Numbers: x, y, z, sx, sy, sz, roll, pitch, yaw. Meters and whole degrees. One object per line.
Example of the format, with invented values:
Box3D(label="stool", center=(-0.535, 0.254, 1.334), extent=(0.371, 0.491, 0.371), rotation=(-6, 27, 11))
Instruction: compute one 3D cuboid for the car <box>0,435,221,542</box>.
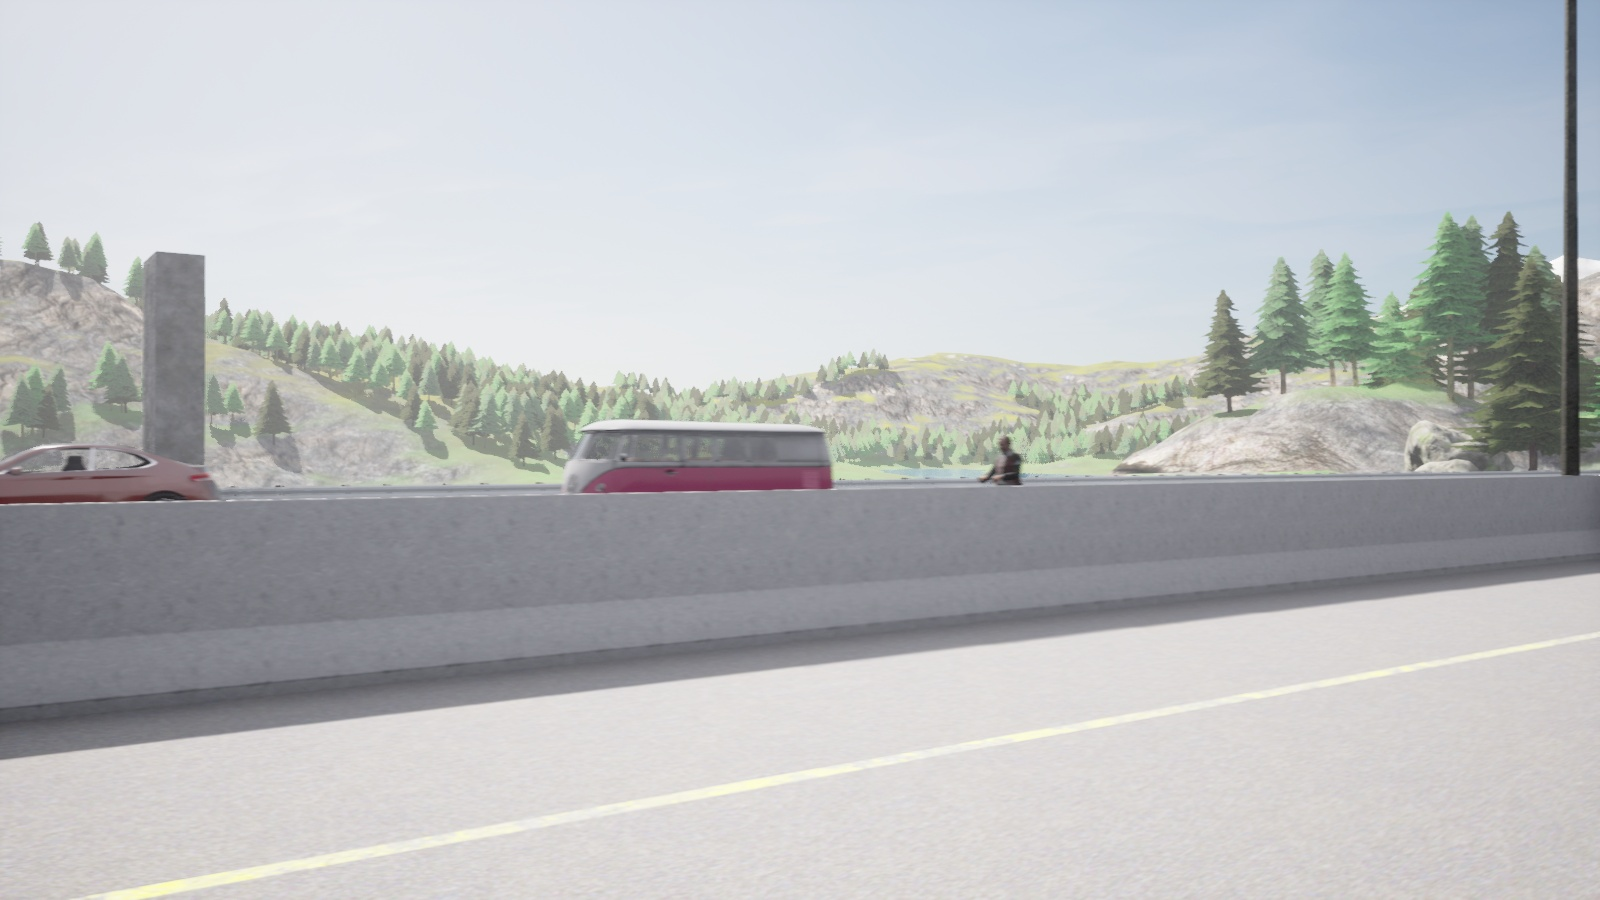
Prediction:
Box3D(label="car", center=(-12.436, 0.601, 20.590), extent=(5.027, 1.651, 2.152), rotation=(0, 0, -35))

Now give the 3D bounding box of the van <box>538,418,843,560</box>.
Box3D(label="van", center=(-1.644, 0.550, 19.582), extent=(4.442, 1.987, 1.775), rotation=(0, 0, -35))
